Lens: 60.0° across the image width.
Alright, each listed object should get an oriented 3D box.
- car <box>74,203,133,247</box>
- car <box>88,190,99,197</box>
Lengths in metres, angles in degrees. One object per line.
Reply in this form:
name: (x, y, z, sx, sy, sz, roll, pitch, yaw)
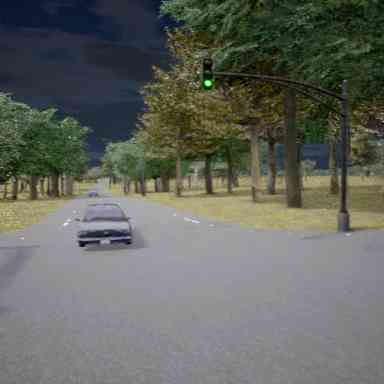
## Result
car: (-3.556, 1.171, 13.242, 2.033, 1.411, 5.357, 0, 1, -17)
car: (-19.451, 0.306, 65.470, 1.812, 1.442, 4.674, 0, 0, -17)
